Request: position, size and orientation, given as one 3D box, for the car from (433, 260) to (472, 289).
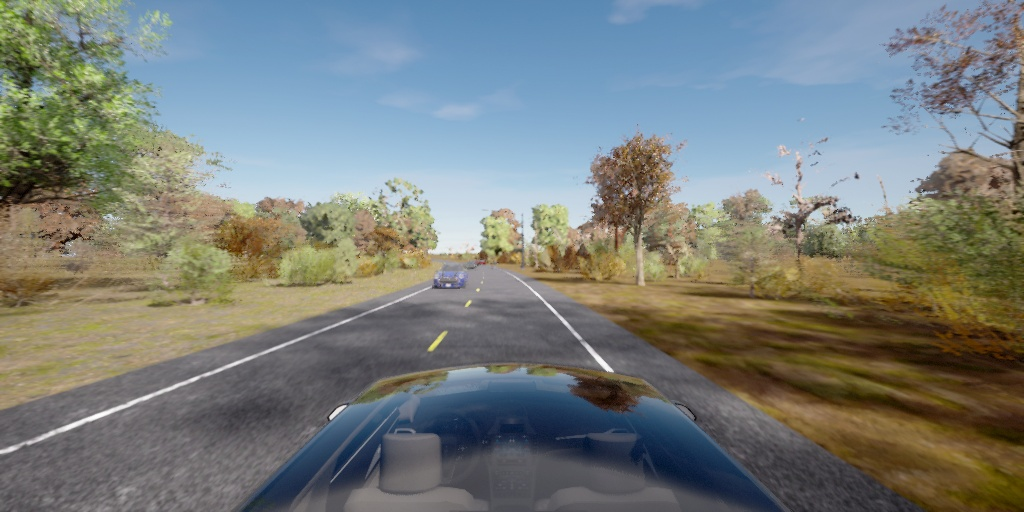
[{"bbox_3d":[-4.171,1.323,25.217,2.097,1.767,4.553,0,0,-3],"label":"car"}]
